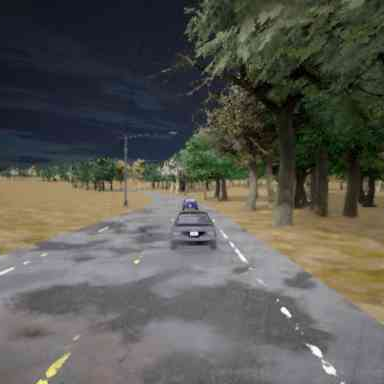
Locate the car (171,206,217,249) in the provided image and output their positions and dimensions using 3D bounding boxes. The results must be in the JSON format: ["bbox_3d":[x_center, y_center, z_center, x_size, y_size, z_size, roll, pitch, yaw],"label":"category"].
[{"bbox_3d":[0.057,1.545,14.496,2.033,1.411,5.357,0,0,0],"label":"car"}]

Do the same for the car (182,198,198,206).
[{"bbox_3d":[-0.275,1.475,41.745,1.812,1.442,4.674,0,0,-1],"label":"car"}]
